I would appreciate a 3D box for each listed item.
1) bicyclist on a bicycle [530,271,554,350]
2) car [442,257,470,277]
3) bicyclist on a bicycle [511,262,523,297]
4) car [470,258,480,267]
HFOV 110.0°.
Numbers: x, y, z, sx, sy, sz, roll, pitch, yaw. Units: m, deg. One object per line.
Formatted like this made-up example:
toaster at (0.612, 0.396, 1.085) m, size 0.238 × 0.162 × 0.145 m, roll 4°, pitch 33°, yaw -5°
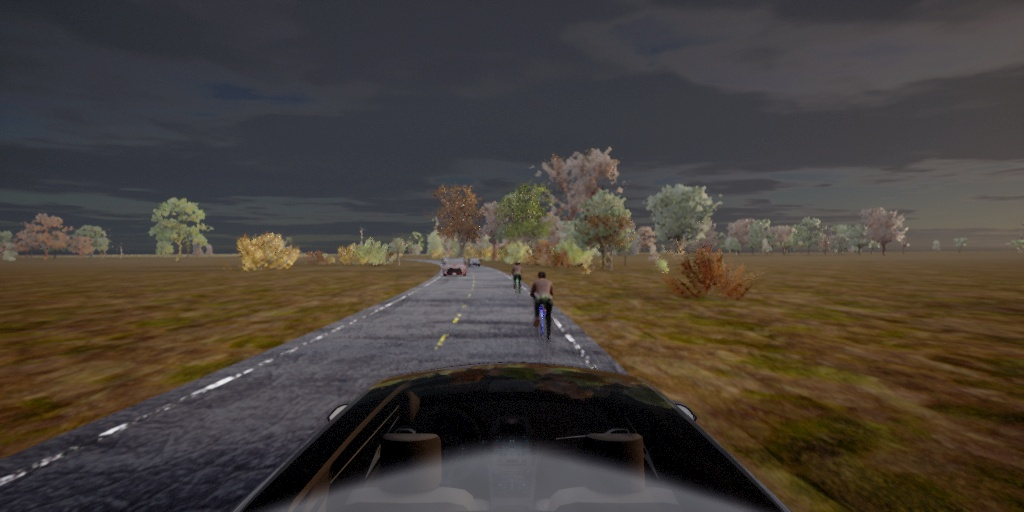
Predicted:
bicyclist on a bicycle at (0.683, 1.166, 8.001) m, size 0.582 × 1.620 × 1.656 m, roll 0°, pitch 0°, yaw -2°
car at (-5.139, 0.933, 32.545) m, size 2.097 × 1.767 × 4.553 m, roll 0°, pitch 0°, yaw -7°
bicyclist on a bicycle at (0.261, 1.115, 17.078) m, size 0.582 × 1.620 × 1.656 m, roll 0°, pitch 0°, yaw -4°
car at (-6.358, 0.995, 58.372) m, size 2.033 × 1.411 × 5.357 m, roll 0°, pitch 0°, yaw -13°
